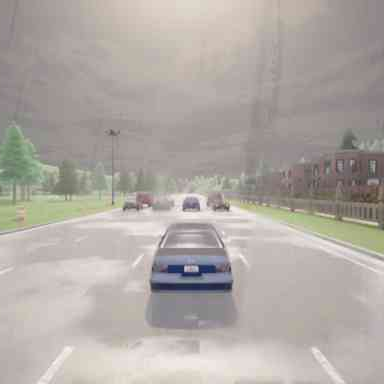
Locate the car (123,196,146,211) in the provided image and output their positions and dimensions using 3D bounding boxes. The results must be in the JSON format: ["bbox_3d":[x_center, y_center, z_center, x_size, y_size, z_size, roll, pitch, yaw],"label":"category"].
[{"bbox_3d":[-7.078,1.513,39.991,1.812,1.442,4.674,0,0,0],"label":"car"}]

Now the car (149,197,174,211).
[{"bbox_3d":[-3.578,1.551,39.998,1.994,1.385,4.181,0,0,0],"label":"car"}]

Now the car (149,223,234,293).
[{"bbox_3d":[-0.018,1.545,8.975,2.033,1.411,5.357,0,0,0],"label":"car"}]

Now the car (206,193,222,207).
[{"bbox_3d":[3.403,1.205,50.044,2.150,2.045,5.566,0,0,0],"label":"car"}]

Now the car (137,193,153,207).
[{"bbox_3d":[-7.097,1.205,50.024,2.150,2.045,5.566,0,0,0],"label":"car"}]

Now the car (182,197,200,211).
[{"bbox_3d":[-0.078,1.339,39.974,2.097,1.767,4.553,0,0,0],"label":"car"}]

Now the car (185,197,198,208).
[{"bbox_3d":[-0.097,1.488,50.008,1.837,1.490,4.892,0,0,0],"label":"car"}]

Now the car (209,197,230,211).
[{"bbox_3d":[3.422,1.588,40.041,1.895,1.301,4.718,0,0,0],"label":"car"}]
